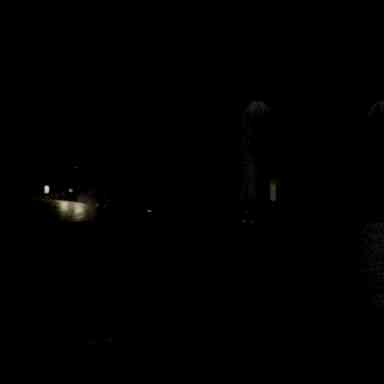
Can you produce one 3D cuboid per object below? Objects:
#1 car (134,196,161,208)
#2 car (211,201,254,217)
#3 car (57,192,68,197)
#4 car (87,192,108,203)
[{"bbox_3d":[-5.761,1.301,42.732,1.837,1.490,4.892,0,1,-36],"label":"car"},{"bbox_3d":[3.535,1.511,29.842,1.994,1.385,4.181,0,1,-36],"label":"car"},{"bbox_3d":[-33.375,0.711,85.881,1.994,1.385,4.181,0,1,-36],"label":"car"},{"bbox_3d":[-16.500,0.942,57.784,2.150,2.045,5.566,0,1,-36],"label":"car"}]
